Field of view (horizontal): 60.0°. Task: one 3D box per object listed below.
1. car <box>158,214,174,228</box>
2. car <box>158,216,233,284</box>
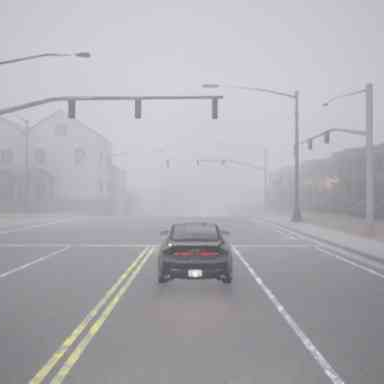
[{"bbox_3d":[-3.579,4.117,46.602,1.994,1.385,4.181,-1,-13,0],"label":"car"},{"bbox_3d":[0.081,1.587,9.810,1.837,1.490,4.892,0,-1,0],"label":"car"}]
